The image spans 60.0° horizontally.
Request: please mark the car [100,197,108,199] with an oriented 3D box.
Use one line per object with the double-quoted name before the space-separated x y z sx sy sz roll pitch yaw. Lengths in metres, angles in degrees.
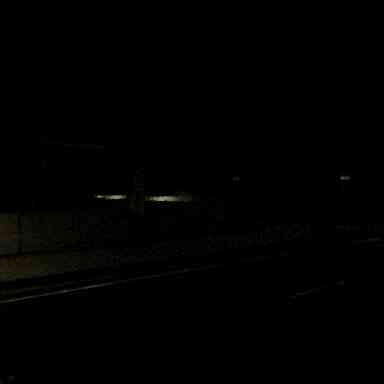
"car" -14.733 1.585 55.205 1.994 1.385 4.181 0 0 -35
